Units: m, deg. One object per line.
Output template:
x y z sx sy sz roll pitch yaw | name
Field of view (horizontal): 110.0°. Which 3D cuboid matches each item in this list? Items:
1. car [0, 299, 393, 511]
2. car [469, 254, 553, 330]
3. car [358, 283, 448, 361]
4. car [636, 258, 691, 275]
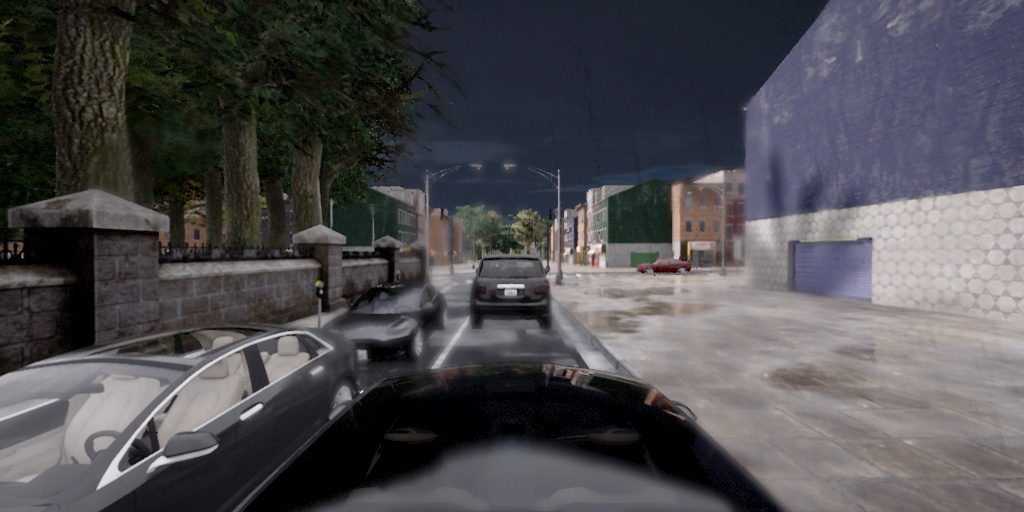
-2.640 1.300 2.615 2.007 1.370 4.403 0 0 0 | car
-0.010 0.969 11.219 2.150 2.045 5.566 0 0 0 | car
-2.632 1.313 8.303 1.948 1.339 4.313 0 0 0 | car
14.685 0.999 34.864 5.008 1.535 1.882 -1 1 0 | car
